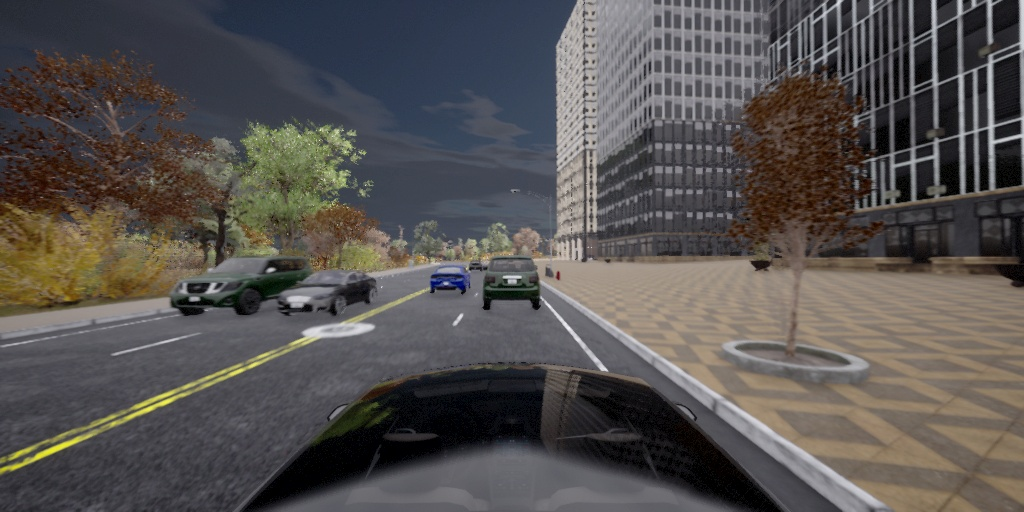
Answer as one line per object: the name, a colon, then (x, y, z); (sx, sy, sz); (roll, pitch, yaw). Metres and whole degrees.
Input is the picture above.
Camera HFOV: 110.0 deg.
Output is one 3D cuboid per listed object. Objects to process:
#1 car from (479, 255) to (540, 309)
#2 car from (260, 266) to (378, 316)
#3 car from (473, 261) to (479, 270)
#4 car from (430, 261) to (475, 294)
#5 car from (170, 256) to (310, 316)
car: (-0.058, 0.996, 15.301); (2.150, 2.045, 5.566); (0, 0, -1)
car: (-6.682, 1.272, 13.567); (2.128, 1.511, 4.902); (0, 0, -1)
car: (-5.045, 1.390, 49.943); (1.837, 1.490, 4.892); (0, 0, -4)
car: (-3.471, 1.270, 20.944); (1.882, 1.535, 5.008); (0, 0, -2)
car: (-9.933, 1.008, 13.948); (2.150, 2.045, 5.566); (0, 0, -1)
